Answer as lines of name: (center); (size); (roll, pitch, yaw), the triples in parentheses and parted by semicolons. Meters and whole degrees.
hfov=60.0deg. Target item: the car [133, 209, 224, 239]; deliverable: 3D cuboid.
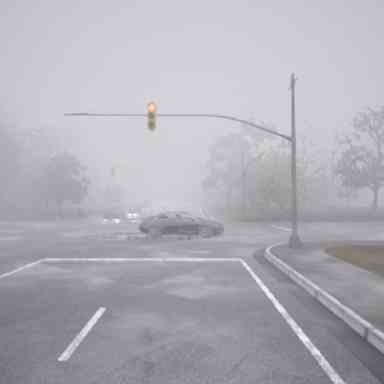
car: (-0.633, 1.896, 19.273); (4.902, 1.511, 2.128); (0, -2, 2)

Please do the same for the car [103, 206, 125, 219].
car: (-10.619, 2.704, 45.629); (2.097, 1.767, 4.553); (0, -1, 0)

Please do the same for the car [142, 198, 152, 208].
car: (-10.550, 2.573, 77.324); (2.150, 2.045, 5.566); (0, 1, 0)

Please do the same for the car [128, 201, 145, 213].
car: (-10.591, 3.007, 61.866); (2.128, 1.511, 4.902); (0, 0, 1)
